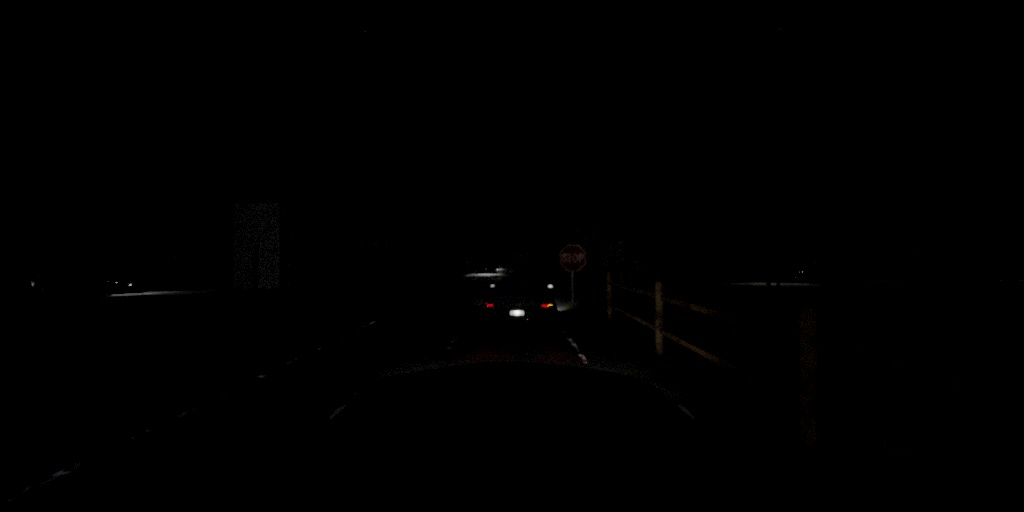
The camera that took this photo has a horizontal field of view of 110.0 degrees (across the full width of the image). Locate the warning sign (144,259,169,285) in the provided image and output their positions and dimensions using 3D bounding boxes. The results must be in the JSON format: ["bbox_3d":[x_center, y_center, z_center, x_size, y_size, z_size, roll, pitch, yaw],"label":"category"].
[{"bbox_3d":[-25.790,1.168,25.932,1.060,1.860,1.300,0,0,-1],"label":"warning sign"}]

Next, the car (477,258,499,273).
[{"bbox_3d":[-2.872,1.235,40.863,1.994,1.385,4.181,0,0,-1],"label":"car"}]

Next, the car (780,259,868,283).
[{"bbox_3d":[20.841,0.980,24.074,5.008,1.535,1.882,-1,-1,-1],"label":"car"}]

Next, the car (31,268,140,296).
[{"bbox_3d":[-24.448,1.440,20.656,4.892,1.490,1.837,0,-1,-1],"label":"car"}]

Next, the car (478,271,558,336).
[{"bbox_3d":[0.258,1.293,10.367,1.994,1.385,4.181,0,0,4],"label":"car"}]
